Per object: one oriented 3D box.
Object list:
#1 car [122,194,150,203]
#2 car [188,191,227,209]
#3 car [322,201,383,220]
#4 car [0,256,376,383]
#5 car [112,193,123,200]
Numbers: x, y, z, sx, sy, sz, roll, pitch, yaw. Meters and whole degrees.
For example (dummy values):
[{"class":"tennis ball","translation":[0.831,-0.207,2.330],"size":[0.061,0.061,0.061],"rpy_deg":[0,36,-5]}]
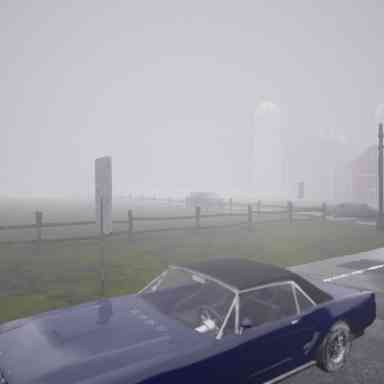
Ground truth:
[{"class":"car","translation":[-9.299,1.135,55.168],"size":[1.895,1.301,4.718],"rpy_deg":[-1,1,-35]},{"class":"car","translation":[1.760,0.942,39.743],"size":[2.150,2.045,5.566],"rpy_deg":[-1,0,-36]},{"class":"car","translation":[12.783,1.432,25.281],"size":[2.033,1.411,5.357],"rpy_deg":[-1,1,-44]},{"class":"car","translation":[0.192,1.600,4.086],"size":[4.718,1.301,1.895],"rpy_deg":[0,0,-35]},{"class":"car","translation":[-14.938,0.923,67.997],"size":[2.033,1.411,5.357],"rpy_deg":[-1,1,-36]}]
